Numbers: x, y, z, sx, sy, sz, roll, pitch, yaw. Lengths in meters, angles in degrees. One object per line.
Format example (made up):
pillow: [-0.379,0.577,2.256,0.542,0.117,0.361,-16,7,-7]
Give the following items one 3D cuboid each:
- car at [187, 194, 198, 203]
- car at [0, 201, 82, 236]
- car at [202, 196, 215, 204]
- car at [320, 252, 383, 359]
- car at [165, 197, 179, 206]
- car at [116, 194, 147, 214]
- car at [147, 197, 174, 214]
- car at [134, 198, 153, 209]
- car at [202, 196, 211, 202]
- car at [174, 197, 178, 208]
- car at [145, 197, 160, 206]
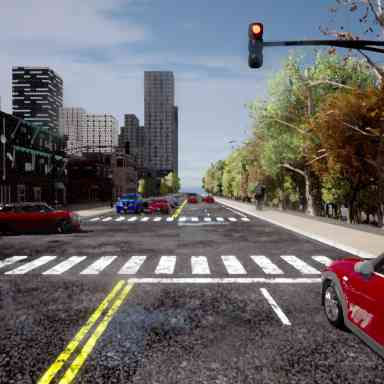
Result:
car: [0.131,1.539,65.975,1.994,1.385,4.181,0,0,0]
car: [-8.524,1.363,18.422,4.553,1.767,2.097,-1,0,-14]
car: [3.379,1.453,65.332,1.882,1.535,5.008,0,0,0]
car: [3.350,1.351,4.160,2.097,1.767,4.553,0,0,0]
car: [-3.299,1.527,56.002,2.033,1.411,5.357,0,0,0]
car: [-6.568,1.210,35.782,2.150,2.045,5.566,0,0,0]
car: [-3.321,1.467,35.531,1.882,1.535,5.008,0,0,0]
car: [-6.563,1.585,45.529,1.895,1.301,4.718,0,0,0]
car: [3.285,1.523,75.475,1.994,1.385,4.181,0,0,0]
car: [-3.311,1.532,45.429,2.033,1.411,5.357,0,0,0]
car: [-6.546,1.544,55.558,1.994,1.385,4.181,0,0,1]
